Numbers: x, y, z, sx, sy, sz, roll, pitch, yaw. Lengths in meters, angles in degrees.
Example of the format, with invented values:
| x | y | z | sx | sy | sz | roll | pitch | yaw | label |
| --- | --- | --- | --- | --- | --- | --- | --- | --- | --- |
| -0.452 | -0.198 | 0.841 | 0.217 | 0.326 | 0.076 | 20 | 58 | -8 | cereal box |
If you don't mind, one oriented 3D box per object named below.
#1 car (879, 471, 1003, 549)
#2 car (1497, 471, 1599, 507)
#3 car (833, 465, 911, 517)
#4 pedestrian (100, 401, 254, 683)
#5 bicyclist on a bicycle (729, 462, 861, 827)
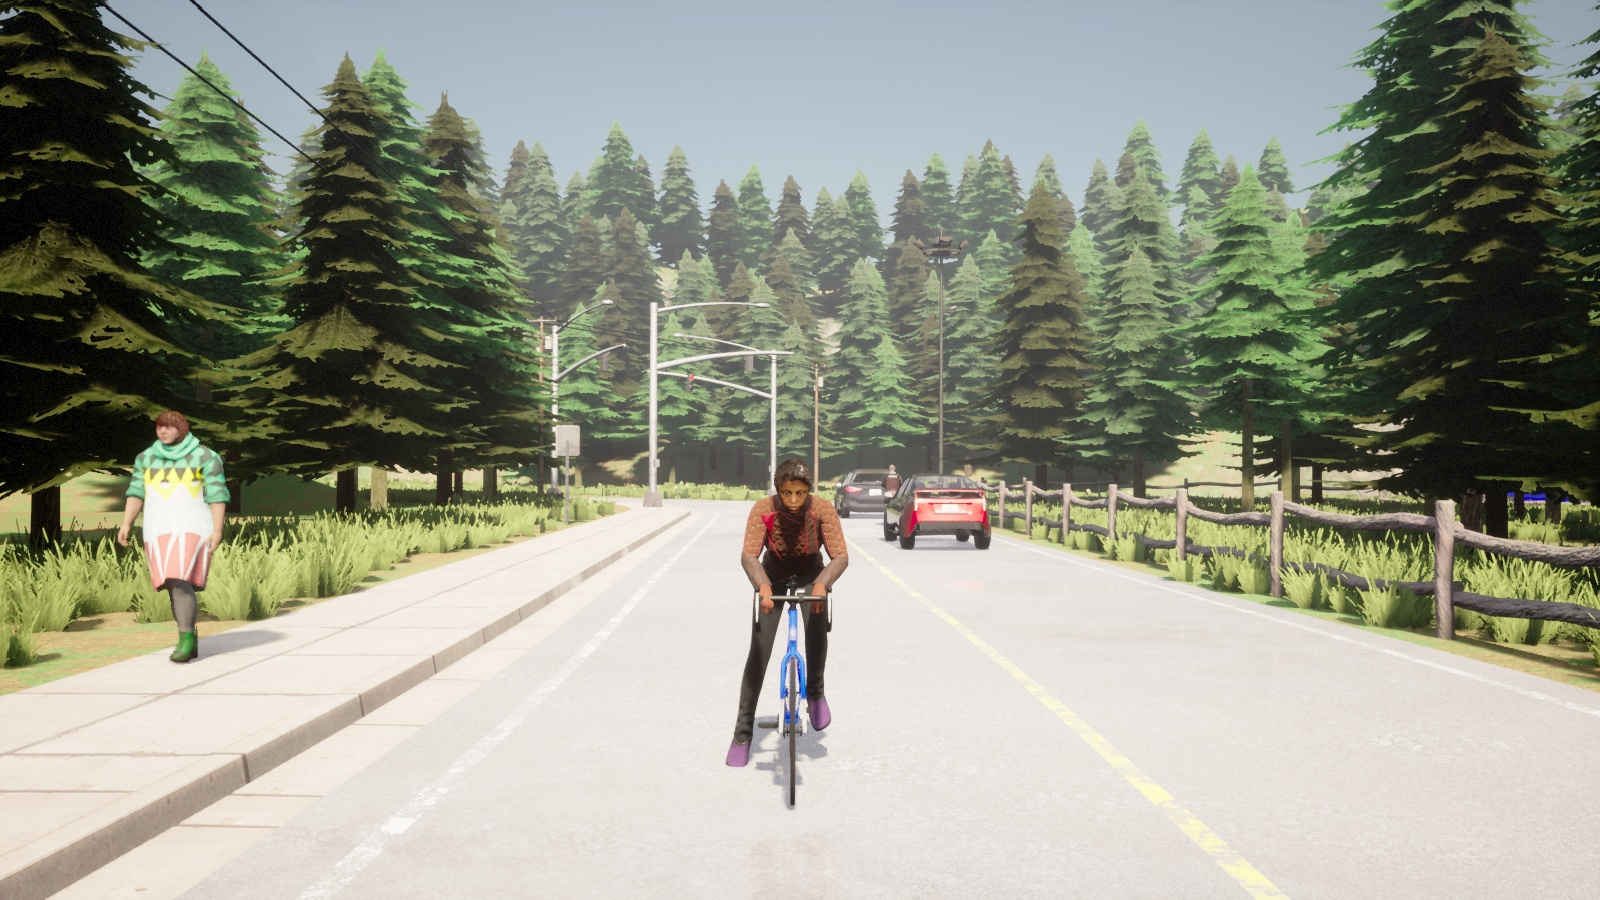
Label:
| x | y | z | sx | sy | sz | roll | pitch | yaw | label |
| --- | --- | --- | --- | --- | --- | --- | --- | --- | --- |
| 2.901 | 1.207 | 26.798 | 2.007 | 1.525 | 4.514 | 0 | -1 | -2 | car |
| 32.083 | 1.625 | 53.136 | 4.193 | 1.474 | 1.816 | -1 | -1 | 42 | car |
| 2.401 | 1.381 | 43.205 | 2.242 | 1.667 | 4.611 | 0 | -1 | -2 | car |
| -4.509 | 0.646 | 9.144 | 0.659 | 1.952 | 0.873 | 0 | -1 | 2 | pedestrian |
| -0.030 | 0.875 | 6.417 | 0.582 | 1.620 | 1.656 | 0 | -1 | -1 | bicyclist on a bicycle |
